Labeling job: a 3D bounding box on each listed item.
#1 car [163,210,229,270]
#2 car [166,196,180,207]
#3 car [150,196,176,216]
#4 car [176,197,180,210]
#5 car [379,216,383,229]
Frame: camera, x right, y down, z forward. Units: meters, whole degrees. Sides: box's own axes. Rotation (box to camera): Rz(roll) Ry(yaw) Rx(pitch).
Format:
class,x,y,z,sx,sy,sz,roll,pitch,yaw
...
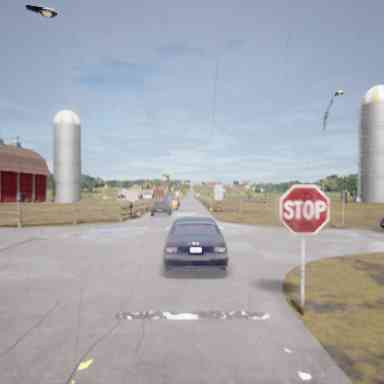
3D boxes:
class,x,y,z,sx,sy,sz,roll,pitch,yaw
car,0.096,1.523,10.885,2.033,1.411,5.357,0,0,0
car,-2.838,1.475,51.795,1.882,1.535,5.008,0,0,0
car,-2.849,1.466,31.955,1.837,1.490,4.892,0,0,0
car,-2.843,1.318,41.653,2.097,1.767,4.553,0,0,0
car,12.735,1.488,17.722,5.008,1.535,1.882,0,1,1
